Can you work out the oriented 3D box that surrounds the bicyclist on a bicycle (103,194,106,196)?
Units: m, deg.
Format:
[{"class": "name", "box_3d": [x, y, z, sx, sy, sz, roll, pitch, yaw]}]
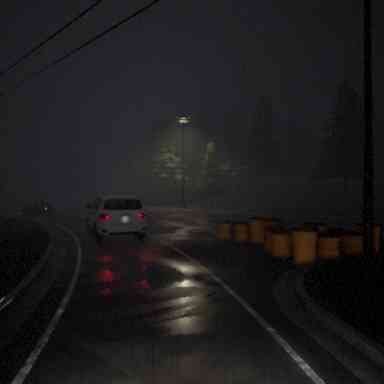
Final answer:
[{"class": "bicyclist on a bicycle", "box_3d": [-15.154, 1.132, 57.435, 0.582, 1.620, 1.656, 0, 1, 44]}]

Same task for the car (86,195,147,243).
[{"class": "car", "box_3d": [-3.780, 1.171, 16.126, 2.150, 2.045, 5.566, 0, 0, -23]}]

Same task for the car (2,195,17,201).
[{"class": "car", "box_3d": [-43.282, 1.400, 78.743, 4.718, 1.301, 1.895, 0, 0, 44]}]

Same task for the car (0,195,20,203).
[{"class": "car", "box_3d": [-38.156, 1.443, 68.990, 5.357, 1.411, 2.033, 0, 0, 44]}]

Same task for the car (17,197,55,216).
[{"class": "car", "box_3d": [-14.798, 1.506, 31.928, 1.994, 1.385, 4.181, -1, 0, -44]}]

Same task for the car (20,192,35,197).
[{"class": "car", "box_3d": [-35.759, 1.103, 71.537, 5.566, 2.045, 2.150, 0, 0, 44]}]
